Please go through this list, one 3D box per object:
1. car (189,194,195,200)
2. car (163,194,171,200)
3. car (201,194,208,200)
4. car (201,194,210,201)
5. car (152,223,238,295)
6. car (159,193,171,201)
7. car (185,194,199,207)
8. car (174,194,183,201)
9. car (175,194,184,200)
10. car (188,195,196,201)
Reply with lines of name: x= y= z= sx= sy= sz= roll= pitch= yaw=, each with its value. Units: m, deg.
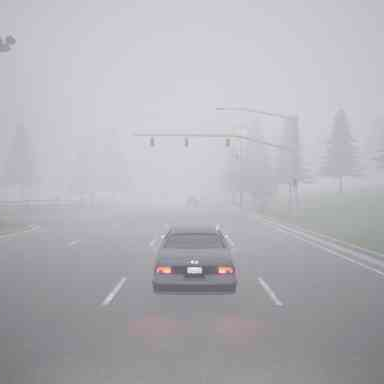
car: x=0.002 y=1.310 z=93.990 sx=1.882 sy=1.535 sz=5.008 roll=0 pitch=0 yaw=0
car: x=-6.998 y=1.385 z=93.991 sx=1.994 sy=1.385 sz=4.181 roll=0 pitch=0 yaw=0
car: x=3.502 y=1.310 z=93.990 sx=1.882 sy=1.535 sz=5.008 roll=0 pitch=0 yaw=0
car: x=3.502 y=1.492 z=83.570 sx=1.837 sy=1.490 sz=4.892 roll=0 pitch=0 yaw=0
car: x=0.067 y=1.547 z=8.888 sx=2.033 sy=1.411 sz=5.357 roll=0 pitch=0 yaw=0
car: x=-6.998 y=1.217 z=83.601 sx=2.150 sy=2.045 sz=5.566 roll=0 pitch=0 yaw=0
car: x=-0.001 y=1.352 z=52.927 sx=2.097 sy=1.767 sz=4.553 roll=0 pitch=0 yaw=0
car: x=-3.498 y=1.516 z=83.987 sx=1.812 sy=1.442 sz=4.674 roll=0 pitch=0 yaw=0
car: x=-3.498 y=1.357 z=93.990 sx=2.128 sy=1.511 sz=4.902 roll=0 pitch=0 yaw=0
car: x=0.002 y=1.531 z=83.570 sx=2.033 sy=1.411 sz=5.357 roll=0 pitch=0 yaw=0
